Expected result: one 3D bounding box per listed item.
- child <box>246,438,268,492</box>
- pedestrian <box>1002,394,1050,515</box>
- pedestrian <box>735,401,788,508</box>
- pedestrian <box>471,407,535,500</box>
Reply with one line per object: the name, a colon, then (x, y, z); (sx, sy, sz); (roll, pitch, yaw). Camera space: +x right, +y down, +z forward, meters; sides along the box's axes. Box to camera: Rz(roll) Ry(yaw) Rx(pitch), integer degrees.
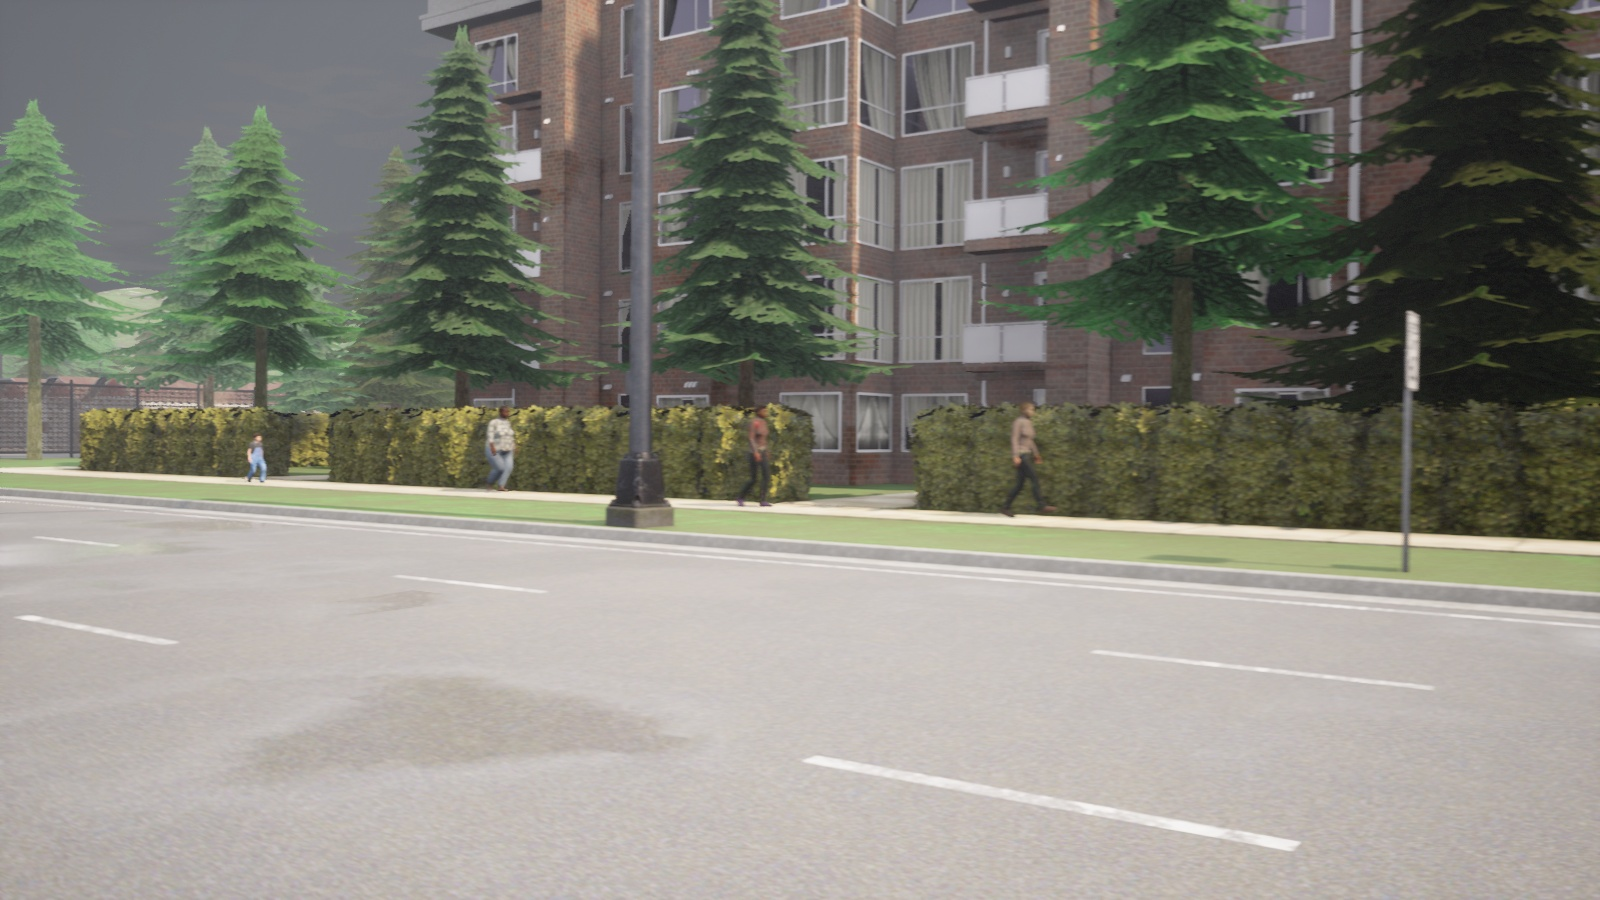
child: (-12.788, 0.353, 29.553); (0.437, 1.263, 0.270); (0, 1, 34)
pedestrian: (3.491, 0.064, 19.375); (0.634, 1.846, 0.331); (0, 1, 33)
pedestrian: (-0.656, 0.072, 21.556); (0.869, 1.805, 0.328); (0, 1, 35)
pedestrian: (-6.099, 0.064, 25.770); (0.900, 1.855, 0.874); (0, 1, 34)
